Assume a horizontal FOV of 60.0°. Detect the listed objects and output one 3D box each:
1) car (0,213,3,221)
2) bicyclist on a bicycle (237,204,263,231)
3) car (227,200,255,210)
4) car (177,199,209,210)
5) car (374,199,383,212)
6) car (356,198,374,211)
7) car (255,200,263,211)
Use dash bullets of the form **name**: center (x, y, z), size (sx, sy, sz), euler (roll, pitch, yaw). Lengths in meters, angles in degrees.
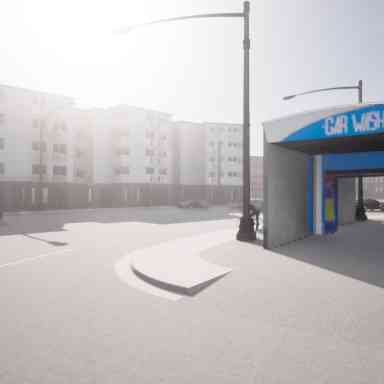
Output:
- **car**: center (-14.598, 1.601, 20.777), size (1.895, 1.301, 4.718), euler (0, 0, 28)
- **bicyclist on a bicycle**: center (3.193, 1.301, 18.294), size (1.656, 1.620, 0.582), euler (0, 0, 38)
- **car**: center (6.820, 1.601, 41.848), size (4.718, 1.301, 1.895), euler (0, 0, -26)
- **car**: center (0.143, 1.564, 41.931), size (4.181, 1.385, 1.994), euler (0, 0, -33)
- **car**: center (22.873, 1.526, 36.575), size (4.674, 1.442, 1.812), euler (0, 0, -18)
- **car**: center (20.987, 1.505, 39.644), size (4.892, 1.490, 1.837), euler (0, 0, -18)
- **car**: center (9.297, 1.526, 35.068), size (4.674, 1.442, 1.812), euler (0, 0, -28)
